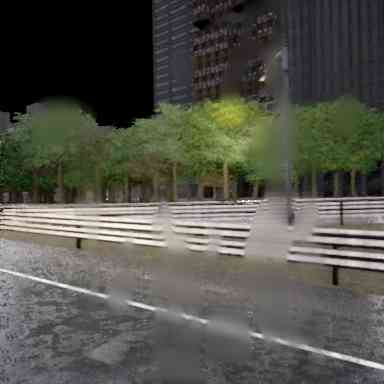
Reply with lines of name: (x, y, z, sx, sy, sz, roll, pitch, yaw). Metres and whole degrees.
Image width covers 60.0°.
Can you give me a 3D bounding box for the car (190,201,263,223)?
car: (2.466, 1.349, 24.023, 5.357, 1.411, 2.033, -2, -1, 3)
